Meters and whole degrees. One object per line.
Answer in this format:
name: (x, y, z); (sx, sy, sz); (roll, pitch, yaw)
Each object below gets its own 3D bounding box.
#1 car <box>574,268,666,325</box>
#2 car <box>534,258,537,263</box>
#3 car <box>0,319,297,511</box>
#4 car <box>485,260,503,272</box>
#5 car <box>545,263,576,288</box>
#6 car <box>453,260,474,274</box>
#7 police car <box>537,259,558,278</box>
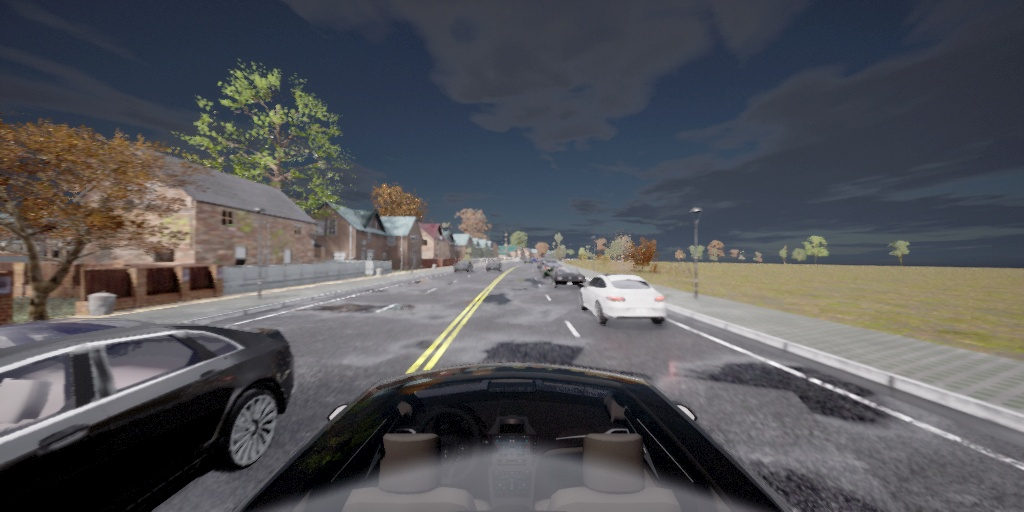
car: (3.410, 1.288, 11.716); (1.812, 1.442, 4.674); (0, 0, 0)
car: (4.283, 1.276, 45.495); (2.128, 1.511, 4.902); (0, 0, 3)
car: (-3.339, 1.235, 2.013); (2.128, 1.511, 4.902); (0, 0, 0)
car: (-2.250, 1.284, 45.922); (1.837, 1.490, 4.892); (0, 0, 3)
car: (3.500, 1.370, 23.651); (1.895, 1.301, 4.718); (0, 0, 1)
car: (-5.670, 1.279, 42.423); (1.837, 1.490, 4.892); (0, 0, 3)
police car: (3.825, 1.282, 34.560); (2.038, 1.542, 4.974); (0, 0, 2)
